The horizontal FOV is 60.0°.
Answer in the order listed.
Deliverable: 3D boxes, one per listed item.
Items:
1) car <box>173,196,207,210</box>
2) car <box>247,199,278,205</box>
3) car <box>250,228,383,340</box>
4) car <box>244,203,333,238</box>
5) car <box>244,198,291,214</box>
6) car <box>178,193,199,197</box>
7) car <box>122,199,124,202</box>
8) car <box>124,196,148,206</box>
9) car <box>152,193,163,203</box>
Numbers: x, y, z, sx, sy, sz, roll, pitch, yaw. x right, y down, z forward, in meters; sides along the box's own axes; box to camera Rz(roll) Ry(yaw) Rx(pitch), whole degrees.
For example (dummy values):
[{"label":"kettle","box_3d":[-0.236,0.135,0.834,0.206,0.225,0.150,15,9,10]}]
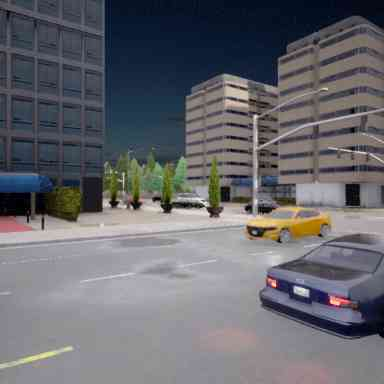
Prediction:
[{"label":"car","box_3d":[-0.477,1.601,42.978,1.895,1.301,4.718,0,0,-35]},{"label":"car","box_3d":[7.305,1.601,31.875,1.895,1.301,4.718,0,0,-35]},{"label":"car","box_3d":[3.702,1.547,6.462,5.357,1.411,2.033,0,0,-35]},{"label":"car","box_3d":[4.691,1.477,15.834,5.008,1.535,1.882,0,0,-37]},{"label":"car","box_3d":[8.207,1.492,36.686,2.128,1.511,4.902,0,0,-35]},{"label":"car","box_3d":[-0.147,1.221,48.621,2.150,2.045,5.566,0,0,-34]},{"label":"car","box_3d":[-11.989,1.601,65.669,1.895,1.301,4.718,0,0,-35]},{"label":"car","box_3d":[-9.038,1.351,55.232,2.097,1.767,4.553,0,0,-35]},{"label":"car","box_3d":[-6.367,1.223,69.982,2.150,2.045,5.566,0,0,-35]}]
